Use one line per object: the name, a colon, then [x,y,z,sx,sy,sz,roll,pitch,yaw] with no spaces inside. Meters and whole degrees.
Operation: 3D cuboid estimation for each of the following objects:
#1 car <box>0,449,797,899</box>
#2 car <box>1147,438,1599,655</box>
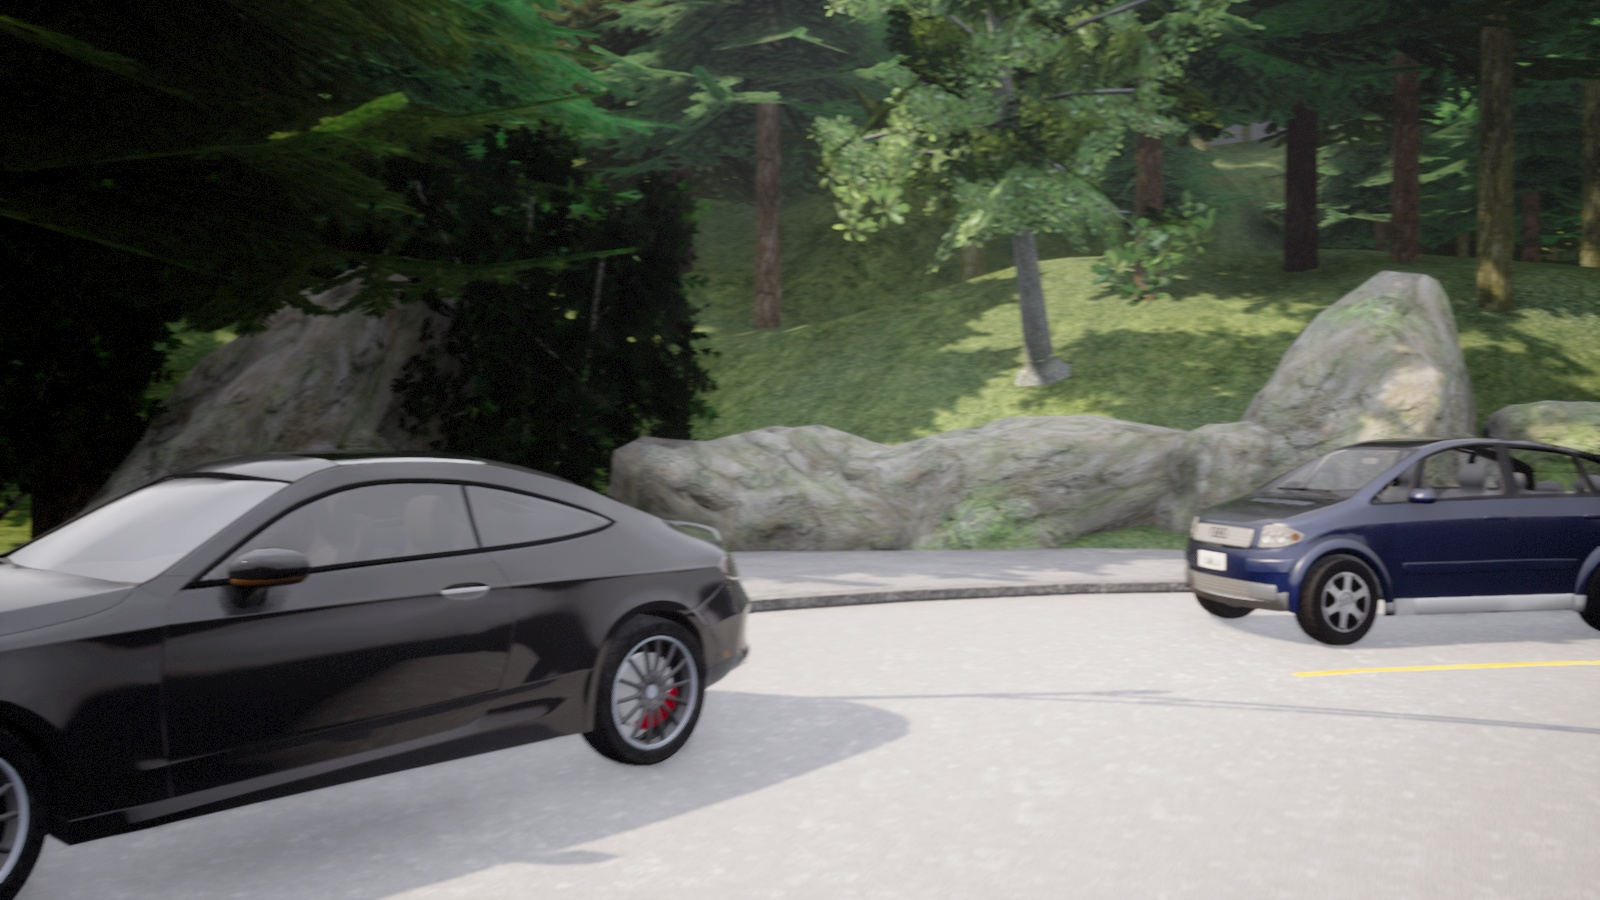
car: [-2.217,0.727,5.271,1.812,1.442,4.674,1,1,40]
car: [4.965,0.686,10.235,3.705,1.549,1.789,0,0,-13]
